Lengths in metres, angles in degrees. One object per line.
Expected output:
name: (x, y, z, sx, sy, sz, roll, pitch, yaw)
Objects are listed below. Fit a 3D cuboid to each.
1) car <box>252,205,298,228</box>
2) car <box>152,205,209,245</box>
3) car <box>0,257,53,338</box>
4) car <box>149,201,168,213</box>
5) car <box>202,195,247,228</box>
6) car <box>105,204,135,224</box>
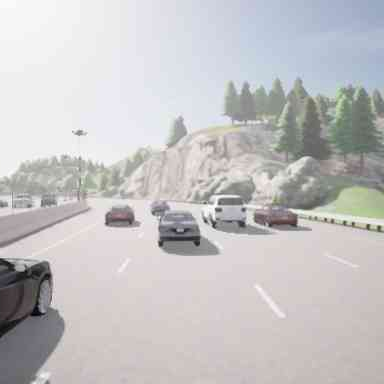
car: (5.542, 1.575, 22.640, 1.994, 1.385, 4.181, 0, 0, -7)
car: (-0.699, 1.565, 15.622, 2.033, 1.411, 5.357, 0, 0, -5)
car: (-3.565, 1.490, 4.452, 1.882, 1.535, 5.008, 0, 0, -2)
car: (-3.379, 1.590, 34.615, 2.033, 1.411, 5.357, 0, 0, -11)
car: (2.060, 1.240, 22.591, 2.150, 2.045, 5.566, 0, 0, -7)
car: (-5.351, 1.601, 24.996, 1.994, 1.385, 4.181, 0, 0, -8)
